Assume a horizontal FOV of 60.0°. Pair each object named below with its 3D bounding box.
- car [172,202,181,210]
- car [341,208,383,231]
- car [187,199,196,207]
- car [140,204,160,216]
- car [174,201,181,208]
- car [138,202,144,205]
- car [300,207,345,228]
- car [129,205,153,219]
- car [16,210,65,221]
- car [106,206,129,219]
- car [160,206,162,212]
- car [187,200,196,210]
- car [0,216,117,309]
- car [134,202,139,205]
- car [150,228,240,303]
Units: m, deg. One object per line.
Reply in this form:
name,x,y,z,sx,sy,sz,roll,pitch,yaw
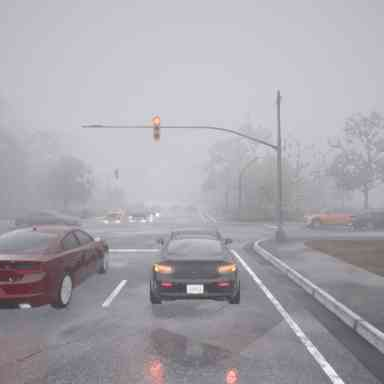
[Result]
car,-3.649,3.350,76.936,1.895,1.301,4.718,0,0,0
car,14.285,2.157,25.038,4.892,1.490,1.837,0,-2,-2
car,-0.261,2.887,86.971,2.097,1.767,4.553,0,0,-4
car,-7.194,3.251,56.603,2.128,1.511,4.902,0,-1,0
car,-3.769,3.220,86.847,1.812,1.442,4.674,0,0,-4
car,-10.651,3.034,66.516,2.150,2.045,5.566,0,0,0
car,11.754,2.161,28.625,4.553,1.767,2.097,0,-2,-2
car,-7.178,3.032,47.133,1.882,1.535,5.008,0,-2,1
car,-10.978,2.184,25.585,4.892,1.490,1.837,0,-2,6
car,-10.688,3.028,46.997,1.882,1.535,5.008,0,-2,0
car,-7.151,3.305,66.660,2.128,1.511,4.902,0,0,0
car,-0.150,3.298,77.237,1.994,1.385,4.181,0,0,0
car,-3.433,1.555,8.081,1.882,1.535,5.008,0,-1,0
car,-10.692,3.101,55.856,2.097,1.767,4.553,0,-1,0
car,0.064,1.605,8.225,1.812,1.442,4.674,0,-1,0
